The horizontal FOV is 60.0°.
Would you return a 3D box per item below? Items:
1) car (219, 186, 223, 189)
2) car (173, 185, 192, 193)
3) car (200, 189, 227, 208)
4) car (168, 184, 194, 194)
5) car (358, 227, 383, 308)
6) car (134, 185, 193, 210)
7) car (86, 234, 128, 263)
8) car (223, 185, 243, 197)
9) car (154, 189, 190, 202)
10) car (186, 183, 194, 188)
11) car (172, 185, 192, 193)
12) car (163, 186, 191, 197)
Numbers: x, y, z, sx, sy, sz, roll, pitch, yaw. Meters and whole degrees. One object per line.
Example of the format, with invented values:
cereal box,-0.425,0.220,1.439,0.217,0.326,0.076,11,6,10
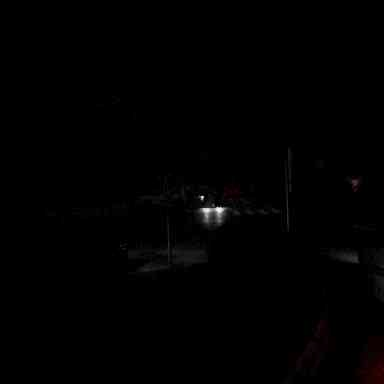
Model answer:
car,6.702,-0.591,69.406,1.837,1.490,4.892,-2,2,1
car,-2.459,-0.850,85.676,4.553,1.767,2.185,-4,2,-19
car,2.082,0.775,34.502,2.033,1.411,5.357,-2,2,1
car,-2.566,-0.701,76.701,5.566,2.045,2.435,-4,1,-19
car,4.756,1.450,7.244,1.812,1.442,4.674,-2,1,25
car,-3.228,0.679,34.639,5.566,2.045,2.435,-4,2,-19
car,-4.465,1.782,10.120,5.008,1.535,1.882,-3,2,-27
car,6.522,-0.158,51.377,2.097,1.767,4.553,-2,2,1
car,-2.992,0.428,49.674,5.008,1.535,2.097,-4,2,-19
car,-2.702,-0.417,67.689,5.566,2.045,2.435,-4,2,-19
car,-2.506,-0.758,82.676,4.553,1.767,2.185,-4,2,-19
car,-2.787,-0.097,61.683,4.553,1.767,2.185,-4,2,-19
